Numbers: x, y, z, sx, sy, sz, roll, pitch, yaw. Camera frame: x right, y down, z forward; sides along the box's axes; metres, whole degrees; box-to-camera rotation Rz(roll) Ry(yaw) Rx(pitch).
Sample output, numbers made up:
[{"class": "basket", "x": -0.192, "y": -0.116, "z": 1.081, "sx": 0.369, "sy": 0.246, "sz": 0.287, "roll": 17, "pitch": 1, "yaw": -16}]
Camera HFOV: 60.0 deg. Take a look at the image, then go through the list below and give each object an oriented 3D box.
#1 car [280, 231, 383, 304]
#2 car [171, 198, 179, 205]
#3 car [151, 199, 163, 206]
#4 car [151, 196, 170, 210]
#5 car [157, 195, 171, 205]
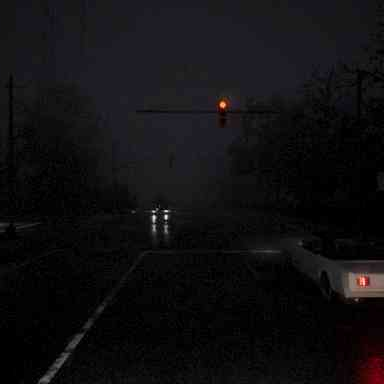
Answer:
[{"class": "car", "x": 3.594, "y": 1.601, "z": 8.107, "sx": 1.895, "sy": 1.301, "sz": 4.718, "roll": 0, "pitch": 0, "yaw": 0}, {"class": "car", "x": -4.994, "y": 2.126, "z": 73.582, "sx": 1.882, "sy": 1.535, "sz": 5.008, "roll": 0, "pitch": -1, "yaw": -19}, {"class": "car", "x": -7.363, "y": 2.125, "z": 68.933, "sx": 1.994, "sy": 1.385, "sz": 4.181, "roll": 0, "pitch": -1, "yaw": -13}, {"class": "car", "x": -4.102, "y": 1.583, "z": 43.509, "sx": 1.837, "sy": 1.490, "sz": 4.892, "roll": 0, "pitch": -1, "yaw": -3}, {"class": "car", "x": -5.263, "y": 1.511, "z": 56.745, "sx": 2.150, "sy": 2.045, "sz": 5.566, "roll": 0, "pitch": -1, "yaw": -8}]
